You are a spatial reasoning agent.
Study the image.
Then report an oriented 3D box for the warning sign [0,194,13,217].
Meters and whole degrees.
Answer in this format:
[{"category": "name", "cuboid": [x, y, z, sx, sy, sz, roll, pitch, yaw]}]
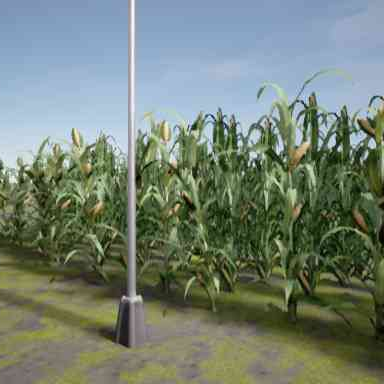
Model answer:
[{"category": "warning sign", "cuboid": [-16.137, 1.101, 28.354, 1.300, 1.860, 1.060, 1, 0, 29]}]
